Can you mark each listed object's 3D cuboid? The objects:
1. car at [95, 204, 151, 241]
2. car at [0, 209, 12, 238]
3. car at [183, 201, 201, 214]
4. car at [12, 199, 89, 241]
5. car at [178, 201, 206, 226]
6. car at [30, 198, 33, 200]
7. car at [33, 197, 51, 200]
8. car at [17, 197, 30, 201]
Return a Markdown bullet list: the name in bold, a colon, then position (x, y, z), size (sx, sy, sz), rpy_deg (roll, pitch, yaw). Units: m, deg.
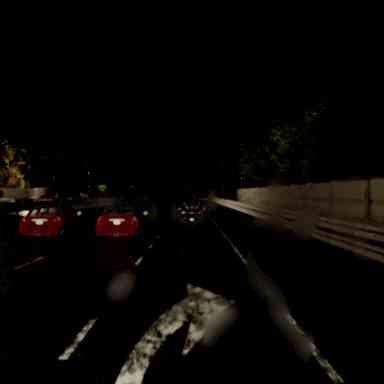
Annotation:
- **car**: position (-3.405, 1.420, 17.205), size (2.097, 1.767, 4.553), rpy_deg (0, 0, 0)
- **car**: position (-10.401, 1.636, 18.192), size (1.994, 1.385, 4.181), rpy_deg (0, 0, 0)
- **car**: position (-0.008, 1.742, 38.804), size (1.994, 1.385, 4.181), rpy_deg (0, 0, 0)
- **car**: position (-6.904, 1.420, 17.177), size (2.097, 1.767, 4.553), rpy_deg (0, 0, 0)
- **car**: position (-0.006, 1.592, 24.175), size (2.128, 1.511, 4.902), rpy_deg (0, 0, 0)
- **car**: position (-28.012, 1.668, 62.966), size (2.097, 1.767, 4.553), rpy_deg (0, 0, 0)
- **car**: position (-24.514, 1.848, 56.365), size (1.994, 1.385, 4.181), rpy_deg (0, 0, 0)
- **car**: position (-31.513, 1.791, 62.934), size (1.882, 1.535, 5.008), rpy_deg (0, 0, 0)
